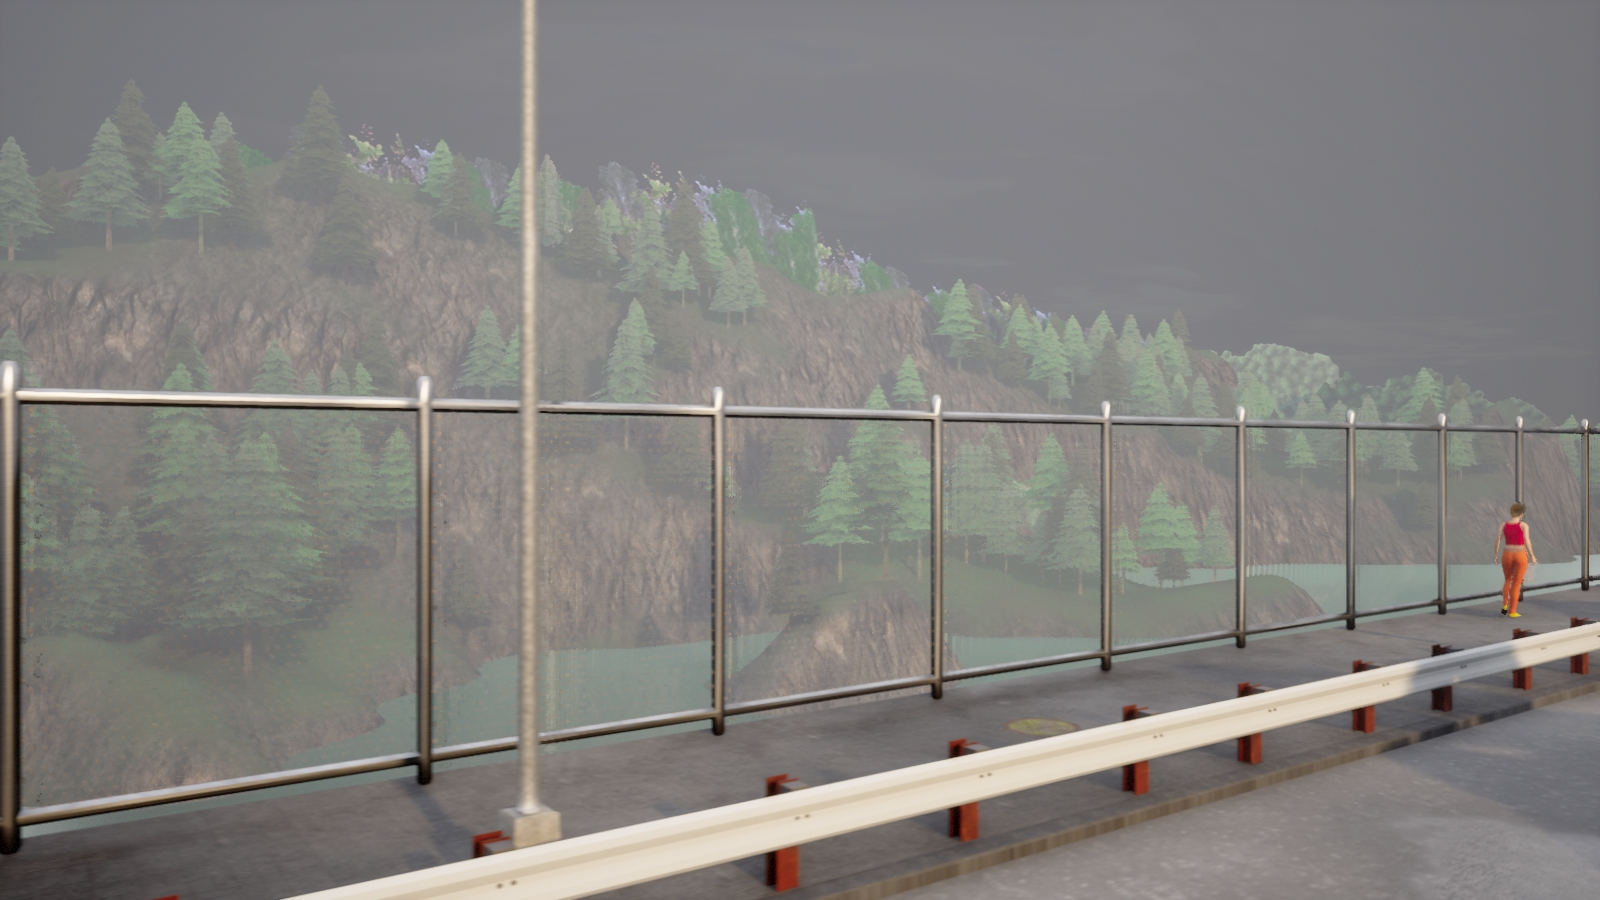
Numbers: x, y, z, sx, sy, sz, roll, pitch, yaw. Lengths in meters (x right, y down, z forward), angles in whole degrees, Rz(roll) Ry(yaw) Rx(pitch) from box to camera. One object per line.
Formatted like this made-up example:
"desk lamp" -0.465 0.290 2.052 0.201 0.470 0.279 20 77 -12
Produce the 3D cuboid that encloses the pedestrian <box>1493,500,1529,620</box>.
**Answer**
"pedestrian" 11.348 1.744 18.239 0.375 1.860 0.375 0 0 -36
